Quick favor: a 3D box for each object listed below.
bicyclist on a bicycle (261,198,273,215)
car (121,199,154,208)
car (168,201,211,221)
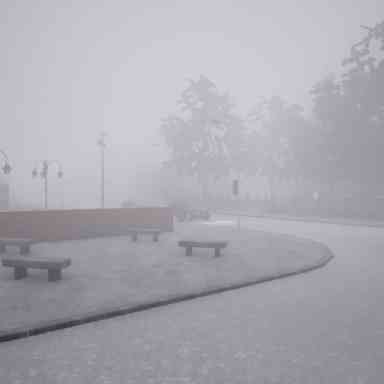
[{"bbox_3d":[7.060,1.353,31.439,1.656,1.620,0.582,0,0,-35],"label":"bicyclist on a bicycle"},{"bbox_3d":[-5.749,1.480,34.999,1.882,1.535,5.008,0,0,-35],"label":"car"},{"bbox_3d":[-0.387,1.507,27.428,1.837,1.490,4.892,0,0,-35],"label":"car"}]
